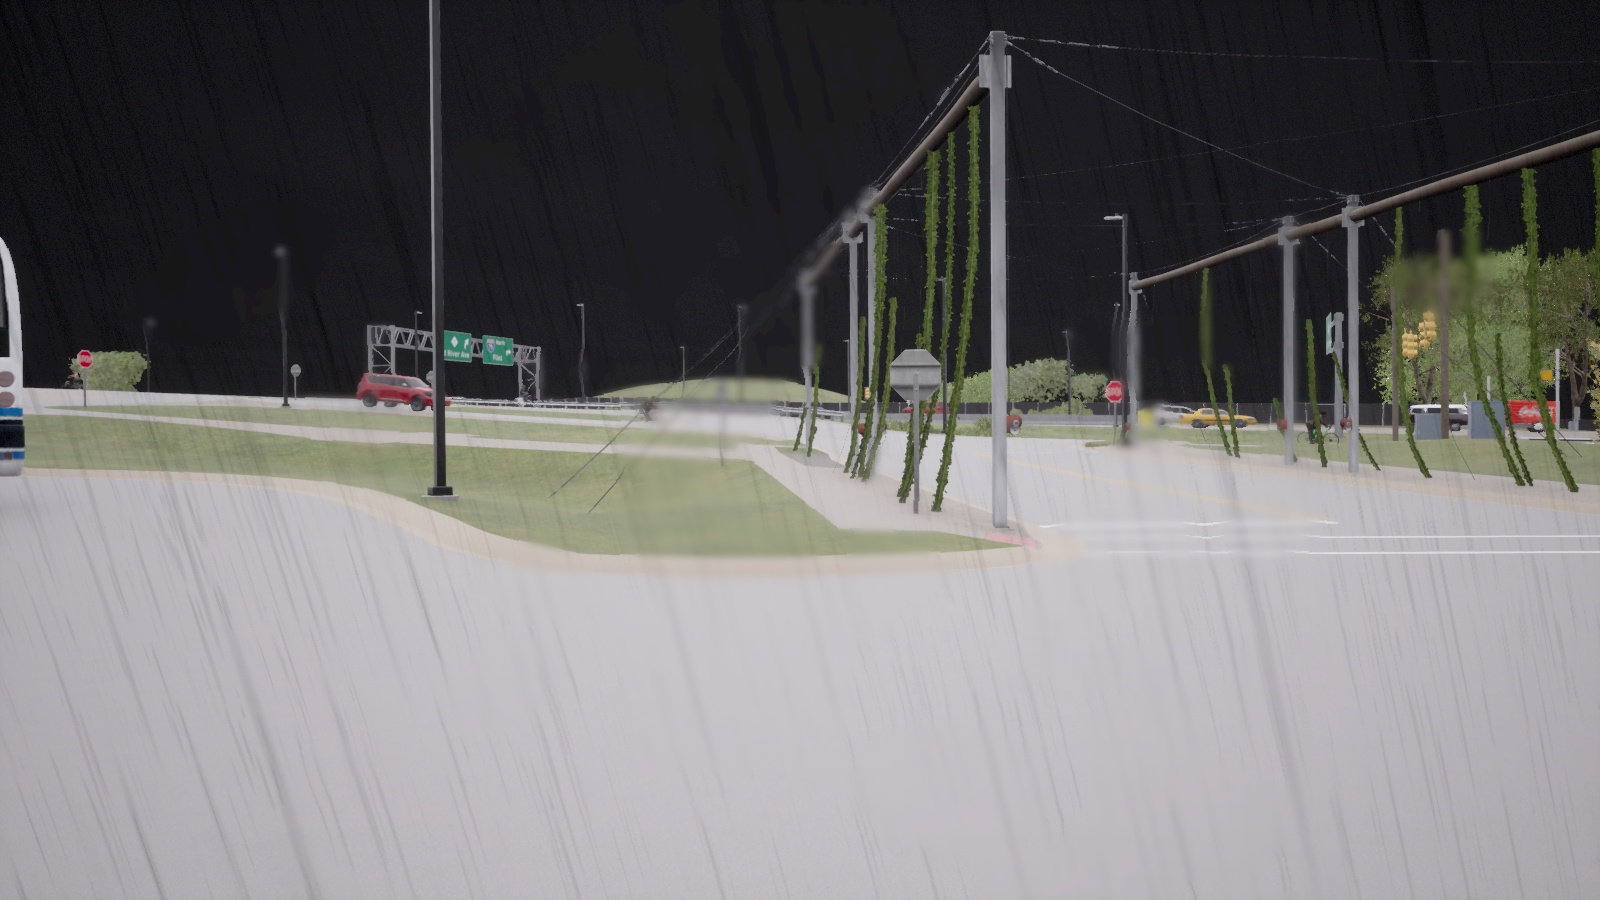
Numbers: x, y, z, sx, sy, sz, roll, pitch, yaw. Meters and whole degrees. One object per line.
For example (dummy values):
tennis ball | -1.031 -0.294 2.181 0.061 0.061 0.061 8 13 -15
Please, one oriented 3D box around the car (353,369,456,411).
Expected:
car | -23.406 -3.544 74.238 5.566 2.045 2.150 5 2 20

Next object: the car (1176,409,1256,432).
car | 29.897 -2.126 90.301 5.366 1.575 1.801 2 1 20

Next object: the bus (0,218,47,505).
bus | -16.592 -1.492 21.015 10.273 4.253 3.944 3 2 42

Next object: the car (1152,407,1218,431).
car | 28.918 -2.328 94.371 4.611 1.667 2.242 2 1 20
